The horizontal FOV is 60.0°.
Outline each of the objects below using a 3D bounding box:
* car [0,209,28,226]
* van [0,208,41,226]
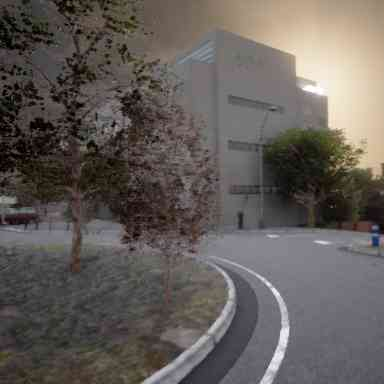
[{"bbox_3d":[-24.511,3.394,42.947,5.566,2.045,2.435,0,-5,-40],"label":"car"},{"bbox_3d":[-19.044,2.739,36.660,4.442,1.987,1.878,0,-5,-40],"label":"van"}]
